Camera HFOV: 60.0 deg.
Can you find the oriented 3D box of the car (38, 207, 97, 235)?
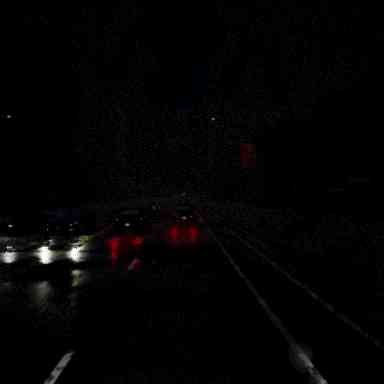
[{"bbox_3d":[-7.144,1.648,20.099,1.882,1.535,5.008,0,0,-2],"label":"car"}]

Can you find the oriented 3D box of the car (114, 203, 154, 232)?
[{"bbox_3d":[-3.722,1.687,21.078,1.812,1.442,4.674,0,0,-2],"label":"car"}]

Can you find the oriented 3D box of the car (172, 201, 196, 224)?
[{"bbox_3d":[-0.626,1.712,26.529,1.812,1.442,4.674,0,0,-2],"label":"car"}]

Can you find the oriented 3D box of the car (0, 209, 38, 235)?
[{"bbox_3d":[-10.398,1.735,20.175,2.033,1.411,5.357,0,0,-2],"label":"car"}]

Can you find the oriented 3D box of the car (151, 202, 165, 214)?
[{"bbox_3d":[-4.231,1.858,39.104,2.033,1.411,5.357,0,-1,-2],"label":"car"}]
